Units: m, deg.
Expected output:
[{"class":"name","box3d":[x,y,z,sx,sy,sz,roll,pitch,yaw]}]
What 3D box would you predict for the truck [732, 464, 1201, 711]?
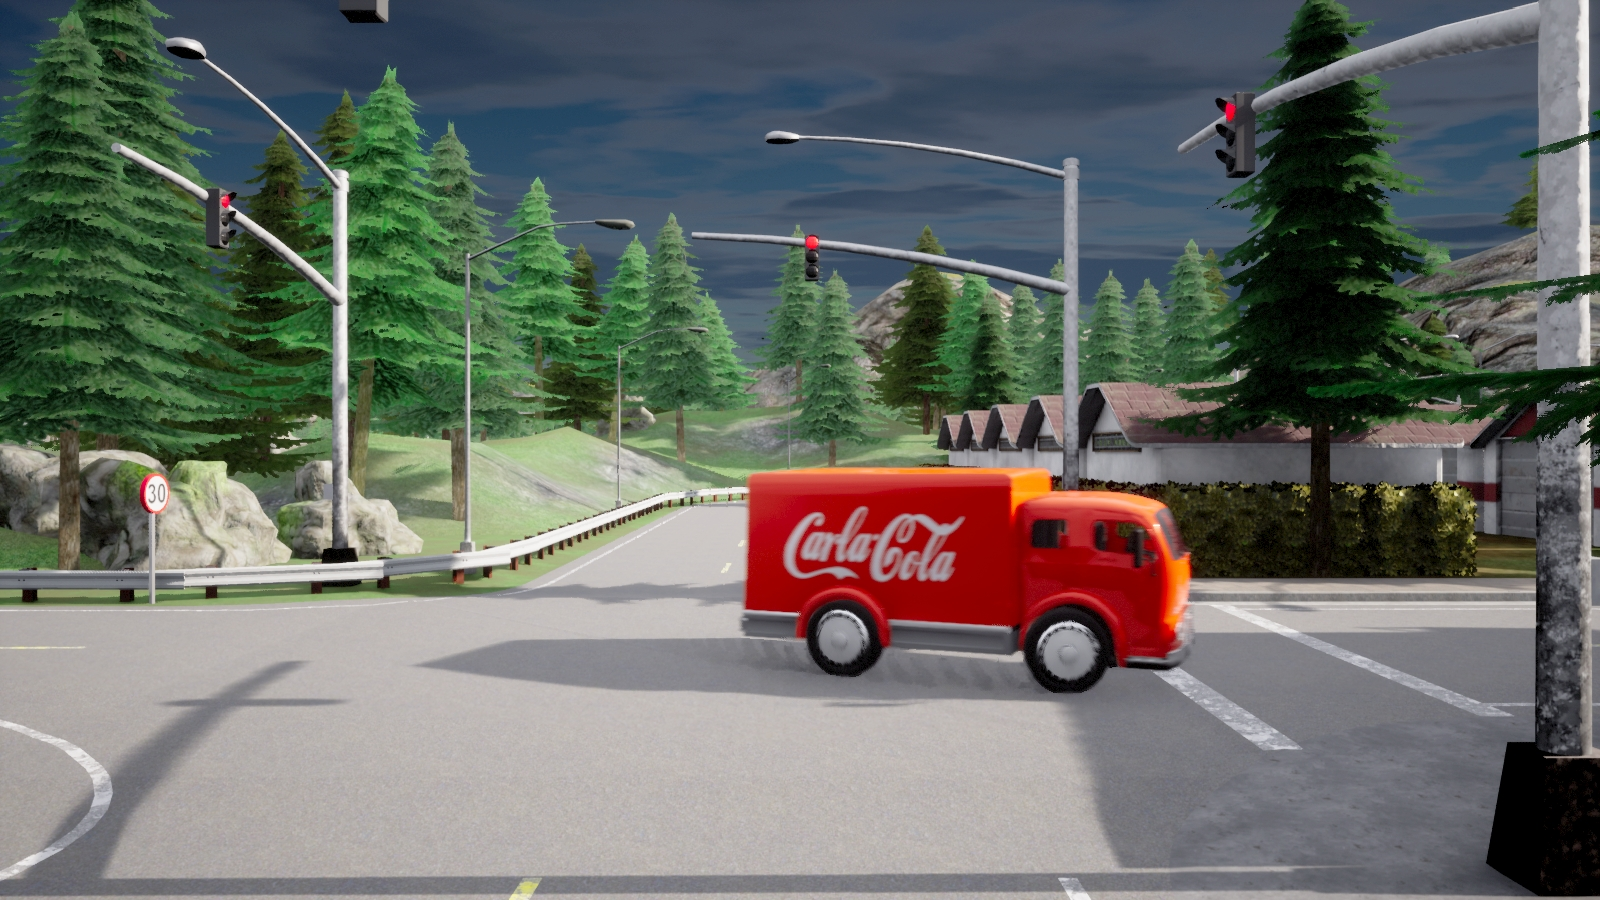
[{"class":"truck","box3d":[2.093,1.460,14.145,5.204,2.467,2.627,0,1,24]}]
